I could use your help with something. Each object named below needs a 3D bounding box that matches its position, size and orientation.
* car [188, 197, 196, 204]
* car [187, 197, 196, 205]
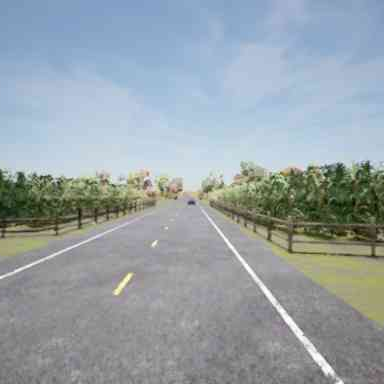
[{"bbox_3d":[-0.098,2.180,88.383,2.097,1.767,4.553,0,-1,0],"label":"car"},{"bbox_3d":[-0.087,2.352,78.374,1.837,1.490,4.892,0,-1,0],"label":"car"}]
